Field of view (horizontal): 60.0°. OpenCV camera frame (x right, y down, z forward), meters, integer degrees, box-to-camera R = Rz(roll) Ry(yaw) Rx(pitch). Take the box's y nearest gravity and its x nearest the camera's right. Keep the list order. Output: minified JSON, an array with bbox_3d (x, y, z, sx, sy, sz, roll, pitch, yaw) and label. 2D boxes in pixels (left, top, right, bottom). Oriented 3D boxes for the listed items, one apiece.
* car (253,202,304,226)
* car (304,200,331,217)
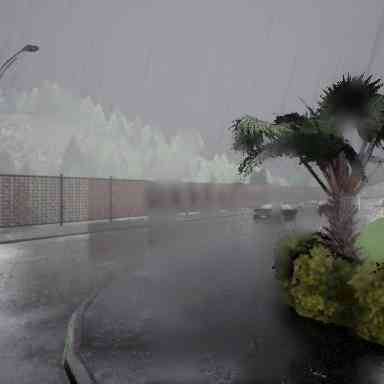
[{"bbox_3d":[6.142,1.477,23.835,1.882,1.535,5.008,0,0,36],"label":"car"},{"bbox_3d":[11.938,1.491,31.903,2.128,1.511,4.902,0,0,35],"label":"car"}]
